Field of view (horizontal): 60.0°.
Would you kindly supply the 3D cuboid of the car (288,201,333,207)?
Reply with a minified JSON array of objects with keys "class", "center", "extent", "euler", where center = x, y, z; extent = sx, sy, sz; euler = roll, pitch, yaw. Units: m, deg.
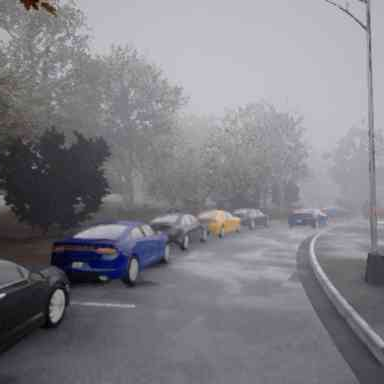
[{"class":"car","center":[11.810,1.956,34.253],"extent":[5.566,2.045,2.435],"euler":[1,-3,-44]}]

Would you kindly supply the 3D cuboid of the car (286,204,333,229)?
[{"class":"car","center":[8.970,1.927,25.478],"extent":[1.882,1.535,5.008],"euler":[-2,-3,35]}]

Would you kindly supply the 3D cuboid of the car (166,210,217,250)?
[{"class":"car","center":[-0.661,1.707,15.421],"extent":[2.231,1.521,4.892],"euler":[-1,-2,18]}]

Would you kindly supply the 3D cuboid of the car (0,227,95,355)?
[{"class":"car","center":[-3.279,1.497,4.187],"extent":[2.231,1.521,4.892],"euler":[0,0,5]}]

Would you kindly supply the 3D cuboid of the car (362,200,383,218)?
[{"class":"car","center":[21.319,1.886,37.439],"extent":[5.566,2.045,2.150],"euler":[1,-3,-37]}]

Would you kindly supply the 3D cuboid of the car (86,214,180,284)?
[{"class":"car","center":[-2.072,1.583,9.921],"extent":[2.097,1.535,5.008],"euler":[0,-2,12]}]

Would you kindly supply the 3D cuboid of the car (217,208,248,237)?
[{"class":"car","center":[1.545,1.867,20.560],"extent":[2.097,1.535,5.008],"euler":[-1,-2,26]}]

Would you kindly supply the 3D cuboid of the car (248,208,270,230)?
[{"class":"car","center":[4.423,2.008,25.525],"extent":[2.231,1.521,4.892],"euler":[-2,-3,34]}]
